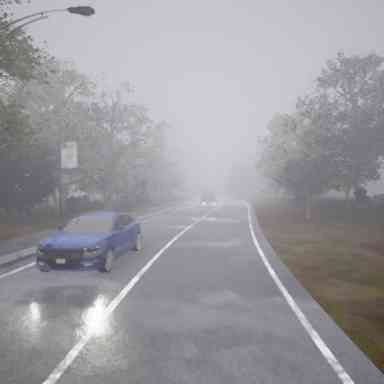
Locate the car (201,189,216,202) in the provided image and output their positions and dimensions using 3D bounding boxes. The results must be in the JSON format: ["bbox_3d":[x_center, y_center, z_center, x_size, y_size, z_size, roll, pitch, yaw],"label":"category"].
[{"bbox_3d":[2.620,0.505,52.262,2.150,2.045,5.566,0,1,4],"label":"car"}]

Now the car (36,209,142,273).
[{"bbox_3d":[-2.971,1.380,10.618,1.882,1.535,5.008,0,1,6],"label":"car"}]
